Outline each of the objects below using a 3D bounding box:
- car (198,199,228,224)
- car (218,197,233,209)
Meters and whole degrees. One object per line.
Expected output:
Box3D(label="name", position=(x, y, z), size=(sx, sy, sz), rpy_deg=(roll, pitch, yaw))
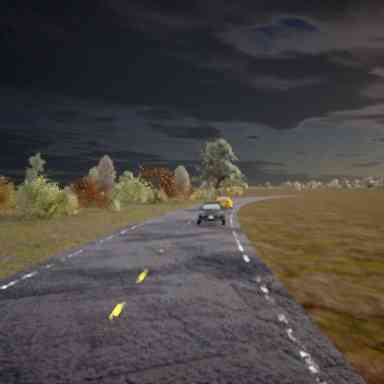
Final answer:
Box3D(label="car", position=(1.450, 1.438, 23.652), size=(1.812, 1.442, 4.674), rpy_deg=(0, 0, 6))
Box3D(label="car", position=(4.017, 1.319, 41.490), size=(1.882, 1.535, 5.008), rpy_deg=(0, 0, 10))
